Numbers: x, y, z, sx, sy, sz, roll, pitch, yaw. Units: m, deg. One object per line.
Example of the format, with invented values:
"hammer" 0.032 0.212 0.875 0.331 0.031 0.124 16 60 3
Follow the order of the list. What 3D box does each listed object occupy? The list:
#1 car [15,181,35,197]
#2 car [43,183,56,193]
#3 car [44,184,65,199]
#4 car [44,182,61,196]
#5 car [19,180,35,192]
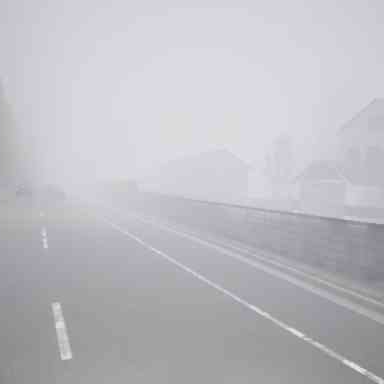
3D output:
"car" -20.207 -0.180 40.071 1.812 1.442 4.674 4 0 -25
"car" -24.685 -0.655 57.684 1.837 1.490 4.892 4 1 -25
"car" -16.432 0.091 40.263 2.033 1.411 5.357 4 1 -25
"car" -20.714 -0.471 49.390 2.097 1.767 4.553 4 1 -25
"car" -27.825 -1.005 56.168 2.097 1.767 4.553 4 1 -25
